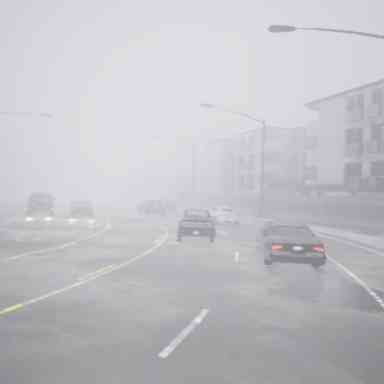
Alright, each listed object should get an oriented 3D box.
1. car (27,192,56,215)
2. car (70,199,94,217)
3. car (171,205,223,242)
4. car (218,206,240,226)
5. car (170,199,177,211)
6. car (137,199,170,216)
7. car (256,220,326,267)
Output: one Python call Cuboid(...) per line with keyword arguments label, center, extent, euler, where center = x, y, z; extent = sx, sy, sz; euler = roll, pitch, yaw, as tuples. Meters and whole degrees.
Cuboid(label="car", center=(-14.301, 1.047, 31.620), extent=(2.150, 2.045, 5.566), euler=(2, -1, -22))
Cuboid(label="car", center=(-10.335, 1.440, 31.071), extent=(1.882, 1.535, 5.008), euler=(2, -1, -22))
Cuboid(label="car", center=(0.224, 1.664, 17.577), extent=(2.128, 1.511, 4.902), euler=(2, -1, 1))
Cuboid(label="car", center=(2.374, 1.854, 26.833), extent=(1.812, 1.442, 4.674), euler=(2, -1, -14))
Cuboid(label="car", center=(-3.458, 1.635, 41.943), extent=(2.097, 1.767, 4.553), euler=(2, -1, -22))
Cuboid(label="car", center=(-4.322, 1.544, 35.024), extent=(2.097, 1.767, 4.553), euler=(2, 0, -22))
Cuboid(label="car", center=(3.491, 1.777, 12.482), extent=(2.033, 1.411, 5.357), euler=(2, -1, 7))
